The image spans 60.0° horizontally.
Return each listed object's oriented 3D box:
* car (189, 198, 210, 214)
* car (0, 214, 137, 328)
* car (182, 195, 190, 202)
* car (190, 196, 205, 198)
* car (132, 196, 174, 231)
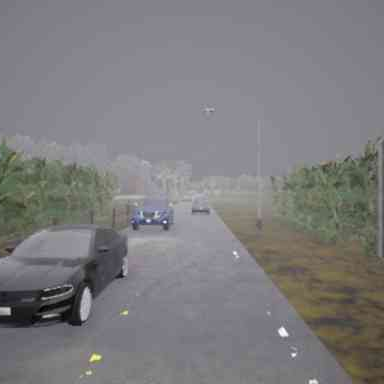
[{"bbox_3d":[0.957,1.677,37.039,1.994,1.385,4.181,0,0,1],"label":"car"},{"bbox_3d":[-2.703,1.483,7.335,1.882,1.535,5.008,0,0,1],"label":"car"},{"bbox_3d":[-1.048,1.497,72.938,1.882,1.535,5.008,0,0,1],"label":"car"},{"bbox_3d":[1.217,1.491,48.259,2.097,1.767,4.553,0,0,2],"label":"car"},{"bbox_3d":[-2.364,1.273,21.379,2.150,2.045,5.566,0,-1,1],"label":"car"}]
